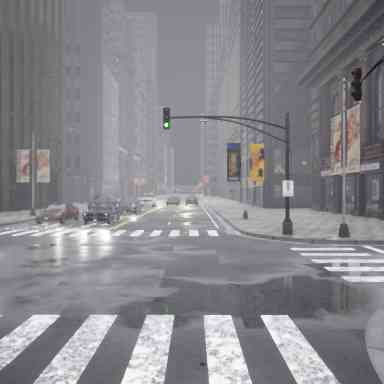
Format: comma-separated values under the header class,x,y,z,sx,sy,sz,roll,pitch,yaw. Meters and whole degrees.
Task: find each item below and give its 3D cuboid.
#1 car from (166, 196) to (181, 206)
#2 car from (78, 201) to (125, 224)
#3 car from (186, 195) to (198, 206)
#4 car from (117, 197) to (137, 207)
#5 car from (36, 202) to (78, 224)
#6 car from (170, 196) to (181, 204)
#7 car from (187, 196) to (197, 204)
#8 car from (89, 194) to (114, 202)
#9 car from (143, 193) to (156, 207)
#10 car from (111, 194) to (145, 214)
class,x,y,z,sx,sy,sz,roll,pitch,yaw
car,-3.250,1.556,56.288,1.994,1.385,4.181,0,0,0
car,-6.590,1.601,24.777,1.895,1.301,4.718,0,0,0
car,0.000,1.344,56.258,2.097,1.767,4.553,0,0,0
car,-9.824,1.486,50.741,2.128,1.511,4.902,0,0,0
car,-9.845,1.526,24.792,1.812,1.442,4.674,0,0,0
car,-3.250,1.492,66.294,1.837,1.490,4.892,0,0,0
car,0.000,1.492,66.294,1.837,1.490,4.892,0,0,0
car,-9.846,1.222,37.043,2.150,2.045,5.566,0,0,0
car,-6.589,1.217,49.743,2.150,2.045,5.566,0,0,0
car,-6.595,1.351,34.779,2.097,1.767,4.553,0,0,0
